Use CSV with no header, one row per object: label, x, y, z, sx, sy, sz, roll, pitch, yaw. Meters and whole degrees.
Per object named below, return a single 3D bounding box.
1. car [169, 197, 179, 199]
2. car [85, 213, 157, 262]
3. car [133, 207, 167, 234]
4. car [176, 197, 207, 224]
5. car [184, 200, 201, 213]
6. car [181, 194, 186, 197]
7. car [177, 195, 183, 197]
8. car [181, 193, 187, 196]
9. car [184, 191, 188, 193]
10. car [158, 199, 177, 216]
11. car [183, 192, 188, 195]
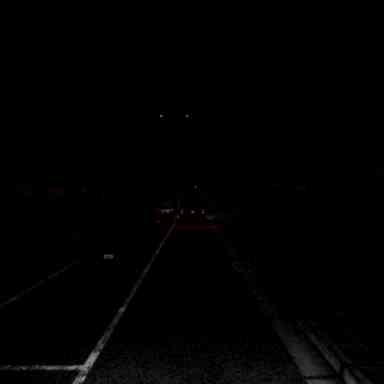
car,-2.622,1.694,40.363,1.947,1.339,4.313,0,0,0
car,-2.639,1.686,12.670,1.947,1.339,4.313,0,0,0
car,-2.635,1.717,18.211,1.947,1.339,4.313,0,0,0
car,0.095,1.518,26.848,2.097,1.767,4.553,0,0,1
car,0.103,1.730,39.991,1.895,1.301,4.718,0,0,0
car,-2.612,1.556,62.510,2.008,1.369,4.403,1,0,0
car,-2.620,1.549,45.896,1.967,1.590,4.097,0,0,0
car,-2.606,1.427,73.582,1.887,1.381,4.507,1,1,0
car,-2.600,1.246,84.481,1.752,1.417,4.829,1,1,0
car,-2.625,1.730,34.831,1.802,1.307,4.206,0,0,0
car,-2.603,1.350,79.116,1.887,1.381,4.507,1,1,0
